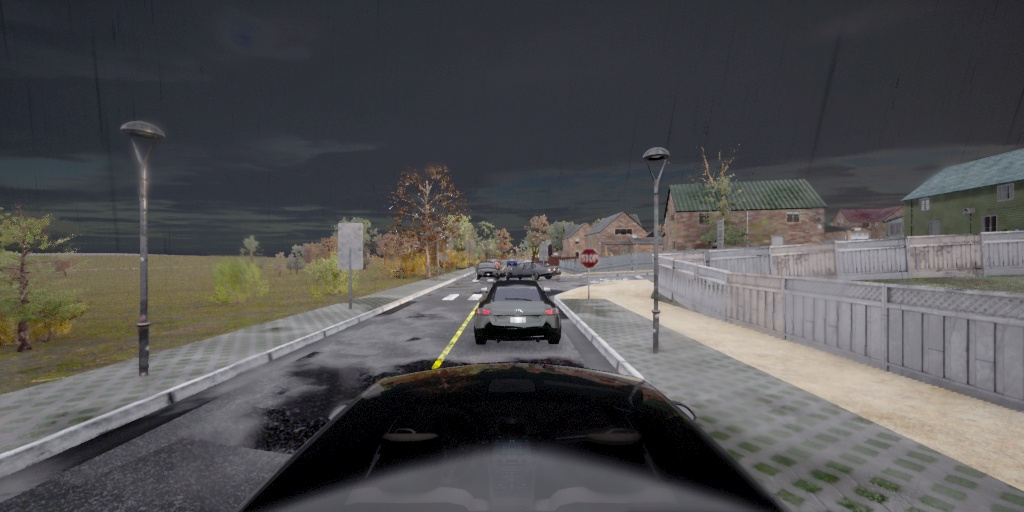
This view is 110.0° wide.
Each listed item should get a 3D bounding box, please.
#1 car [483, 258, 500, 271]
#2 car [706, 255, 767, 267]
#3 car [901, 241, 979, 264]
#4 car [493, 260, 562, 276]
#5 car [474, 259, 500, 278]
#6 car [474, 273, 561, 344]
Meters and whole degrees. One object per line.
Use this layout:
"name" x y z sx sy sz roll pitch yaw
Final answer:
"car" -2.847 1.121 51.288 2.097 1.767 4.553 0 0 1
"car" 14.387 0.413 22.935 4.181 1.385 1.994 -3 0 16
"car" 23.888 -0.208 20.514 4.902 1.511 2.128 -3 0 14
"car" 1.337 1.198 28.559 5.357 1.411 2.033 -4 -3 43
"car" -2.251 1.258 31.470 1.837 1.490 4.892 0 0 -8
"car" 0.102 1.313 9.545 1.994 1.385 4.181 0 0 -1
